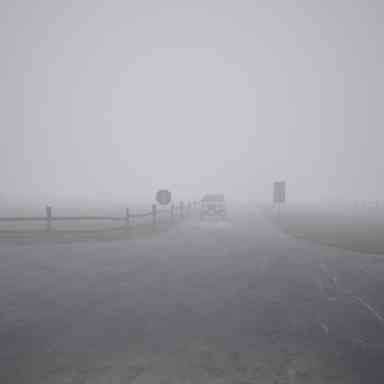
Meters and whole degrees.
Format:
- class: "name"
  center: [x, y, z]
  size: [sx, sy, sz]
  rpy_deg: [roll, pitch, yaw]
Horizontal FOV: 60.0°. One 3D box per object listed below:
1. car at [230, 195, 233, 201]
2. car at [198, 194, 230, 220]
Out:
- class: "car"
  center: [6.211, 1.197, 57.675]
  size: [1.812, 1.442, 4.674]
  rpy_deg: [0, 0, 8]
- class: "car"
  center: [1.866, 1.184, 28.272]
  size: [2.150, 2.045, 5.566]
  rpy_deg: [0, 0, 8]
